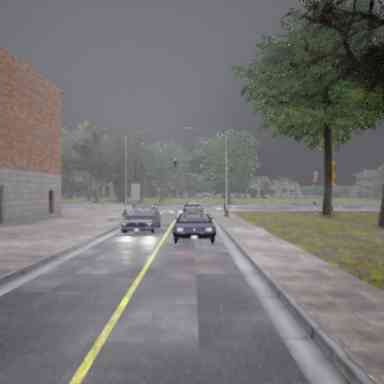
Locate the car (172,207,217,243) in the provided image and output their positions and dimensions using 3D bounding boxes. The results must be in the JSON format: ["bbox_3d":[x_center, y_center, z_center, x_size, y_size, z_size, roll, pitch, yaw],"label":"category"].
[{"bbox_3d":[0.101,1.614,16.134,1.895,1.301,4.718,0,0,0],"label":"car"}]

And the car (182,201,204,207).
[{"bbox_3d":[0.101,1.560,31.237,2.128,1.511,4.902,0,-1,0],"label":"car"}]

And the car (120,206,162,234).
[{"bbox_3d":[-2.839,1.571,19.703,2.033,1.411,5.357,0,0,0],"label":"car"}]
